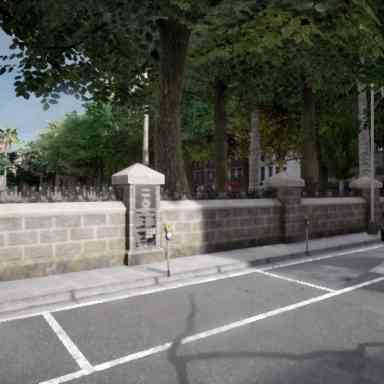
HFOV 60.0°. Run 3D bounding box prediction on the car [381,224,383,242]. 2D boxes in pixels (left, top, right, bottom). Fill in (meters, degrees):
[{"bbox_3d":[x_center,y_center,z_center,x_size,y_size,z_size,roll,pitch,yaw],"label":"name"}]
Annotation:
[{"bbox_3d":[9.670,1.304,13.439,5.009,1.841,2.192,0,0,-36],"label":"car"}]
